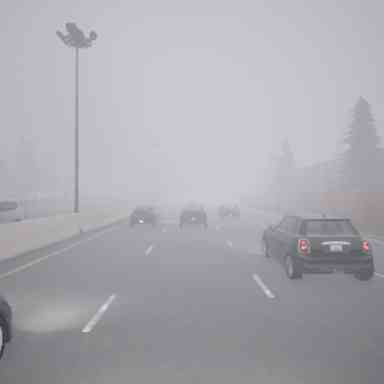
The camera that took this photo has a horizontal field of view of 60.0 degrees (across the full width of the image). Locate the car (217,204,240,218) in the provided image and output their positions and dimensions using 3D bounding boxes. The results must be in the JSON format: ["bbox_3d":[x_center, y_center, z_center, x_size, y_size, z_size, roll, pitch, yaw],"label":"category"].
[{"bbox_3d":[3.602,1.891,33.375,1.895,1.301,4.718,0,0,0],"label":"car"}]

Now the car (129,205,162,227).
[{"bbox_3d":[-3.401,1.720,24.708,1.837,1.490,4.892,0,0,0],"label":"car"}]

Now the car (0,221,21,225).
[{"bbox_3d":[-10.591,1.365,16.668,2.150,2.045,5.566,0,-1,0],"label":"car"}]

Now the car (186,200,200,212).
[{"bbox_3d":[0.103,1.926,46.252,1.812,1.442,4.674,0,0,0],"label":"car"}]

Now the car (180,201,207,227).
[{"bbox_3d":[0.101,1.693,24.825,1.882,1.535,5.008,0,0,0],"label":"car"}]

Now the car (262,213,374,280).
[{"bbox_3d":[3.599,1.443,10.416,2.097,1.767,4.553,0,-1,0],"label":"car"}]

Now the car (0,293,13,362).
[{"bbox_3d":[-3.403,1.530,2.690,1.837,1.490,4.892,0,0,0],"label":"car"}]
